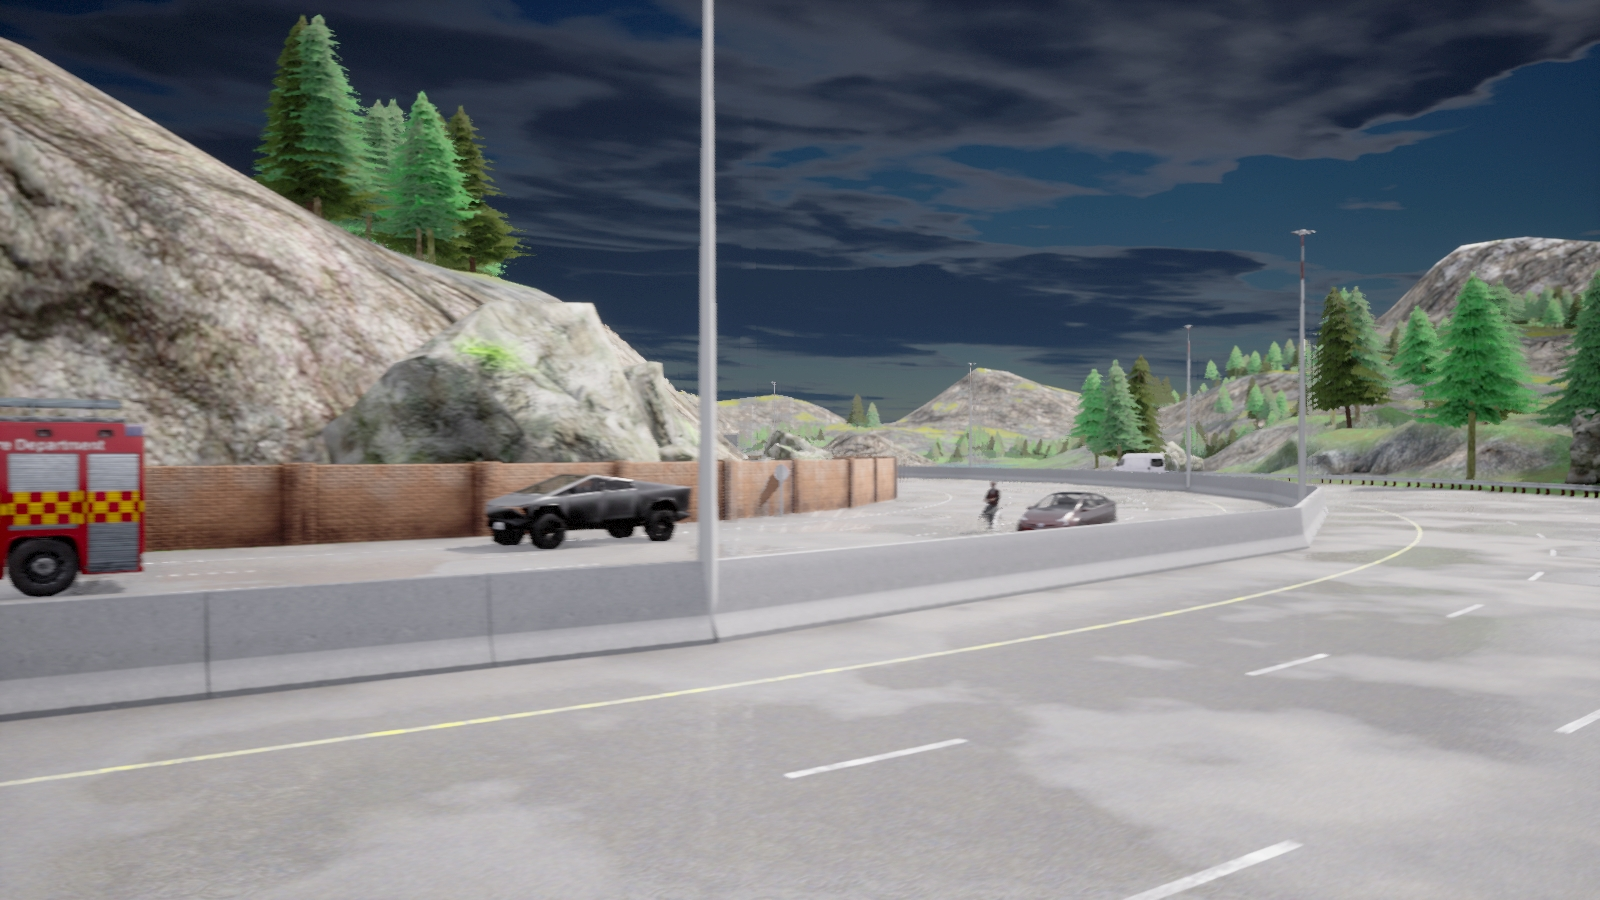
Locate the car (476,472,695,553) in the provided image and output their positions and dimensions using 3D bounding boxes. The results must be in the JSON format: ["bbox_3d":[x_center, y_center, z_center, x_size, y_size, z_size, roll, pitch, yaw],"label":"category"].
[{"bbox_3d":[-6.325,1.783,34.407,2.390,2.098,6.274,0,0,44],"label":"car"}]

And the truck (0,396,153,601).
[{"bbox_3d":[-17.205,0.908,21.568,8.468,3.827,2.891,0,0,-35],"label":"truck"}]

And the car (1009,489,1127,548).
[{"bbox_3d":[8.400,2.071,35.530,2.007,1.525,4.514,0,0,36],"label":"car"}]
